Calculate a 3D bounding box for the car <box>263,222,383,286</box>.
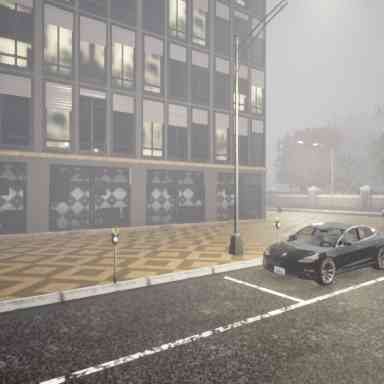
[{"bbox_3d":[3.930,1.562,9.447,4.313,1.339,1.947,0,0,-35],"label":"car"}]
